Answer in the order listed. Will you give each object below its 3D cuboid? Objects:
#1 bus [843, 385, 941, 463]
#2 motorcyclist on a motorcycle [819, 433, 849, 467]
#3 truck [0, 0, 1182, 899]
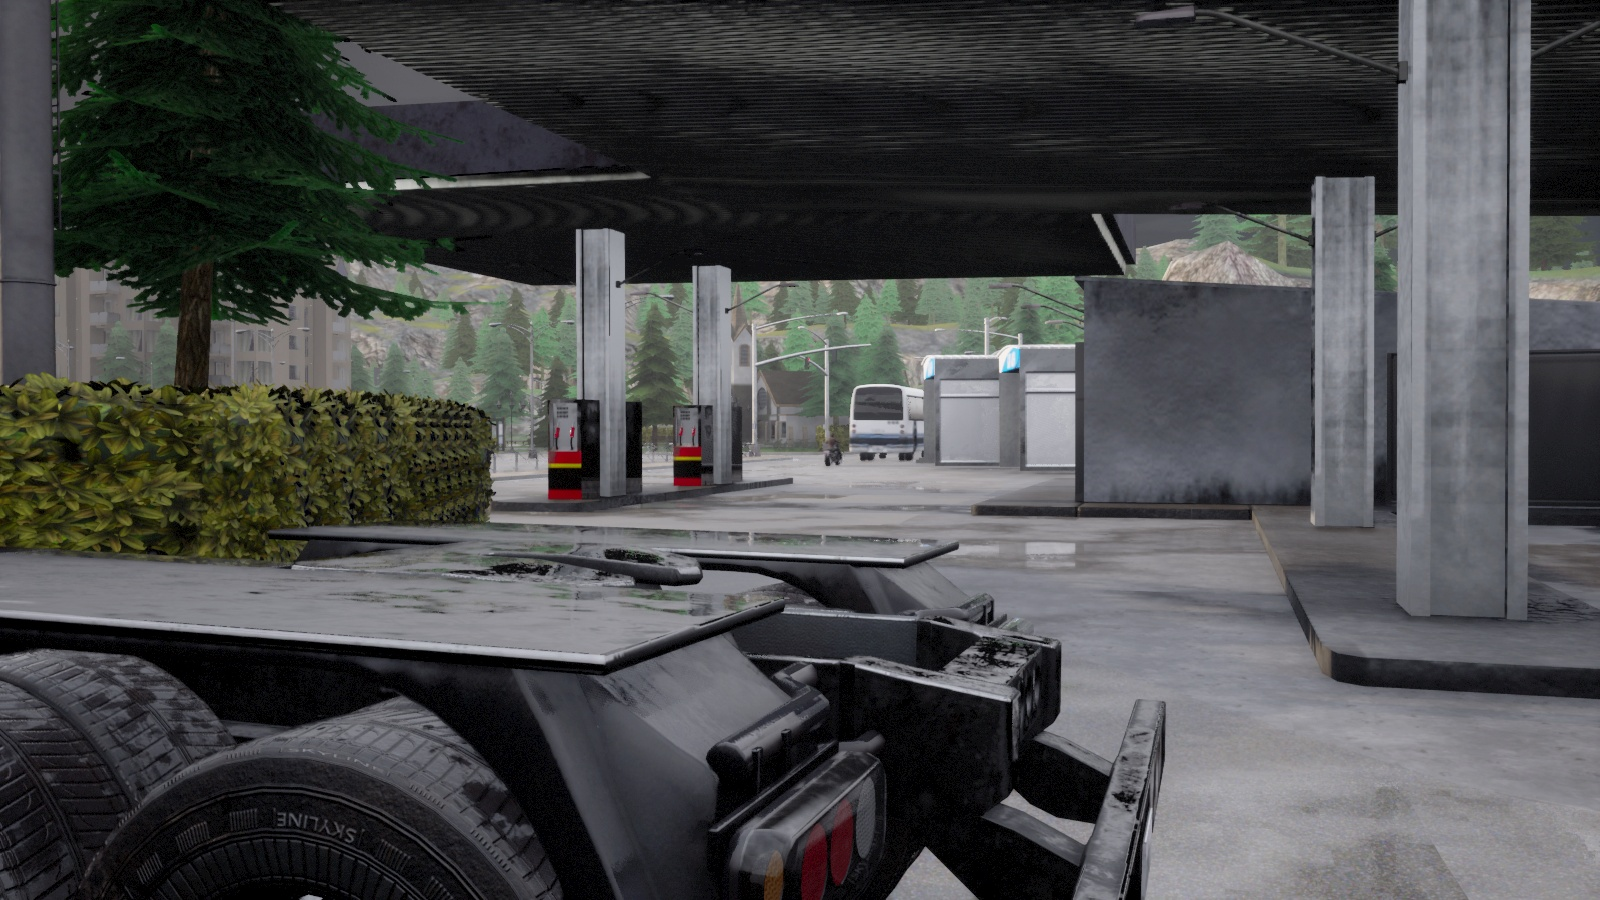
[{"bbox_3d":[5.600,-1.519,73.792,3.944,4.253,10.273,1,1,14],"label":"bus"},{"bbox_3d":[1.663,-0.006,61.271,0.766,1.649,2.350,1,1,19],"label":"motorcyclist on a motorcycle"},{"bbox_3d":[-2.955,-0.168,4.152,7.936,3.462,2.891,1,0,18],"label":"truck"}]
